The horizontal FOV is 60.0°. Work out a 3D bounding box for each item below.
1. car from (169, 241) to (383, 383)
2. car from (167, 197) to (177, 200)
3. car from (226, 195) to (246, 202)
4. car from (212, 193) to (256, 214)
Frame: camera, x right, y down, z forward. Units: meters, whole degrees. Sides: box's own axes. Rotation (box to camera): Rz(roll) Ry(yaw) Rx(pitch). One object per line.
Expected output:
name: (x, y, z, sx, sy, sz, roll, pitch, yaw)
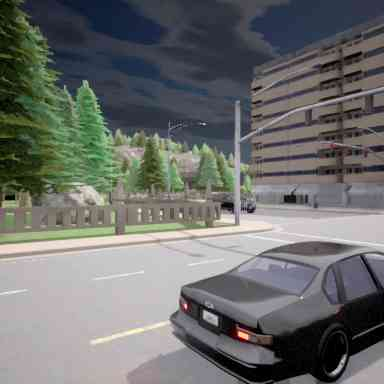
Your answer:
car: (2.273, 1.547, 5.410, 5.357, 1.411, 2.033, 0, 0, -35)
car: (-3.323, 1.491, 53.818, 2.033, 1.411, 5.357, 0, 0, -5)
car: (10.412, 1.482, 78.782, 2.033, 1.411, 5.357, 0, 0, 40)
car: (4.159, 1.165, 34.325, 2.150, 2.045, 5.566, 0, 0, -32)
